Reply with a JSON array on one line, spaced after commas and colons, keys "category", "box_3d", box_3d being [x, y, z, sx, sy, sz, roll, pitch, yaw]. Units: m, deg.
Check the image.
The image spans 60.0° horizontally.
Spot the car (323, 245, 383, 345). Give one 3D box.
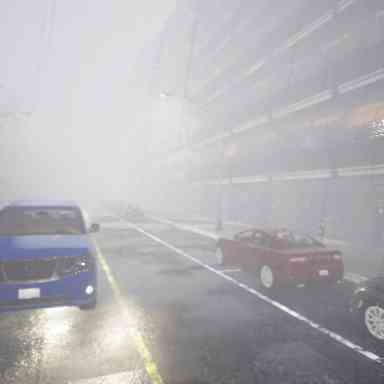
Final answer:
[{"category": "car", "box_3d": [4.025, 1.620, 4.056, 2.008, 1.369, 4.403, 1, 0, -20]}]

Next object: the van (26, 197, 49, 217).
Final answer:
[{"category": "van", "box_3d": [-15.281, 1.444, 33.015, 1.690, 1.788, 3.998, 1, 0, -20]}]

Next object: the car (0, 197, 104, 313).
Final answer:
[{"category": "car", "box_3d": [-3.471, 1.242, 7.808, 2.150, 2.045, 5.566, 1, 0, -20]}]

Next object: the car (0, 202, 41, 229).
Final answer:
[{"category": "car", "box_3d": [-11.474, 1.491, 22.416, 1.967, 1.590, 4.097, 1, 0, -20]}]

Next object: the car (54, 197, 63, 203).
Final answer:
[{"category": "car", "box_3d": [-32.416, 1.939, 80.701, 1.802, 1.307, 4.206, 1, -1, -20]}]

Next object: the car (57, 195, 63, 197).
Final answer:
[{"category": "car", "box_3d": [-26.702, 1.579, 64.807, 2.192, 1.841, 5.009, 1, -1, -20]}]

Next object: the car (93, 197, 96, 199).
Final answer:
[{"category": "car", "box_3d": [-18.817, 1.802, 67.639, 1.967, 1.590, 4.097, 1, -1, -20]}]

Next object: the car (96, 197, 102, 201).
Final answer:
[{"category": "car", "box_3d": [-15.012, 1.872, 57.042, 1.947, 1.339, 4.313, 1, -1, -20]}]

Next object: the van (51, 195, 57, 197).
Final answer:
[{"category": "van", "box_3d": [-19.089, 1.496, 43.613, 1.690, 1.788, 3.998, 1, 0, -20]}]

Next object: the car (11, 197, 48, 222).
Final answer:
[{"category": "car", "box_3d": [-13.377, 1.392, 27.716, 2.192, 1.841, 5.009, 1, 0, -20]}]

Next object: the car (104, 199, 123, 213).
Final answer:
[{"category": "car", "box_3d": [-9.299, 1.667, 41.146, 1.967, 1.590, 4.097, 1, 0, -20]}]

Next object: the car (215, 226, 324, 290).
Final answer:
[{"category": "car", "box_3d": [2.122, 1.632, 9.355, 1.887, 1.381, 4.507, 1, 0, -20]}]

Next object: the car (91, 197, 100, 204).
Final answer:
[{"category": "car", "box_3d": [-22.683, 1.950, 78.396, 1.752, 1.417, 4.829, 1, -1, -20]}]

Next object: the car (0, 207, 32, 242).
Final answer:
[{"category": "car", "box_3d": [-9.572, 1.571, 17.118, 1.887, 1.381, 4.507, 1, 0, -20]}]

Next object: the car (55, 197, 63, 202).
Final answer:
[{"category": "car", "box_3d": [-34.320, 1.934, 86.000, 1.887, 1.381, 4.507, 1, -1, -20]}]

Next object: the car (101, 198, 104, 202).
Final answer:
[{"category": "car", "box_3d": [-11.204, 1.835, 46.444, 1.802, 1.307, 4.206, 1, 0, -20]}]

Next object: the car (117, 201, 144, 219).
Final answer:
[{"category": "car", "box_3d": [-5.493, 1.757, 30.547, 1.802, 1.307, 4.206, 1, 0, -20]}]

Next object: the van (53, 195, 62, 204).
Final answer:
[{"category": "van", "box_3d": [-30.510, 1.666, 75.404, 1.690, 1.788, 3.998, 1, -1, -20]}]

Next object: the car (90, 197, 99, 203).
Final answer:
[{"category": "car", "box_3d": [-24.530, 2.037, 83.534, 1.802, 1.307, 4.206, 1, -1, -20]}]
